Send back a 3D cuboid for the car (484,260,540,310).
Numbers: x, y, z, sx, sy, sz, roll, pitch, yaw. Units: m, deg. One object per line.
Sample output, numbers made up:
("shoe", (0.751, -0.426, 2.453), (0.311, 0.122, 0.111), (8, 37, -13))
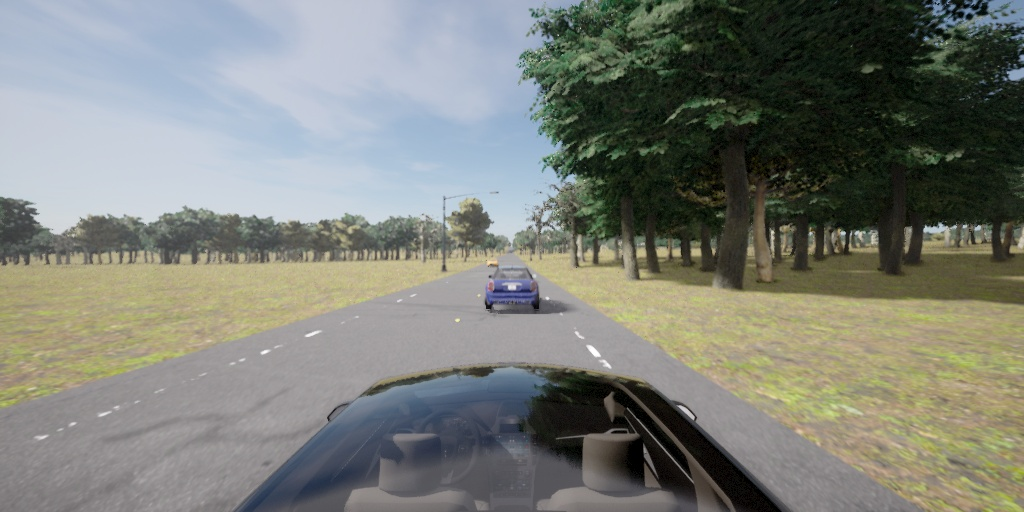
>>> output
("car", (0.018, 1.186, 15.247), (2.097, 1.767, 4.553), (0, 0, 0))
